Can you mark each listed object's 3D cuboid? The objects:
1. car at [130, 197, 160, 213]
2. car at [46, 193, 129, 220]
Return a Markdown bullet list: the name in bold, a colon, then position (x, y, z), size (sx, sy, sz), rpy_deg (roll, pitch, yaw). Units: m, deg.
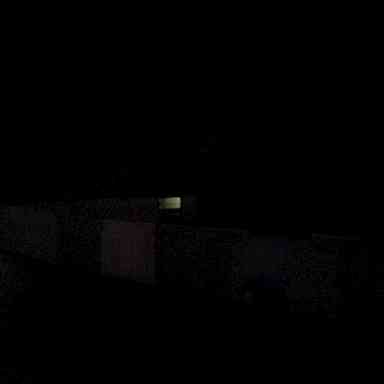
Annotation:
- **car**: position (-5.001, 1.238, 30.527), size (2.097, 1.767, 4.553), rpy_deg (-3, -1, 34)
- **car**: position (-7.213, 1.087, 22.551), size (2.150, 2.045, 5.566), rpy_deg (-3, -1, 36)
